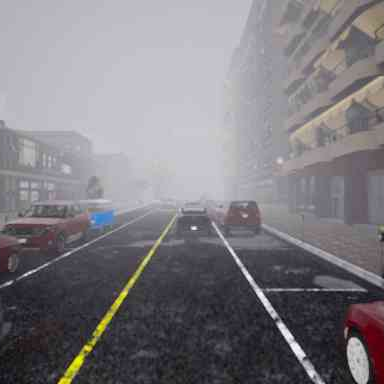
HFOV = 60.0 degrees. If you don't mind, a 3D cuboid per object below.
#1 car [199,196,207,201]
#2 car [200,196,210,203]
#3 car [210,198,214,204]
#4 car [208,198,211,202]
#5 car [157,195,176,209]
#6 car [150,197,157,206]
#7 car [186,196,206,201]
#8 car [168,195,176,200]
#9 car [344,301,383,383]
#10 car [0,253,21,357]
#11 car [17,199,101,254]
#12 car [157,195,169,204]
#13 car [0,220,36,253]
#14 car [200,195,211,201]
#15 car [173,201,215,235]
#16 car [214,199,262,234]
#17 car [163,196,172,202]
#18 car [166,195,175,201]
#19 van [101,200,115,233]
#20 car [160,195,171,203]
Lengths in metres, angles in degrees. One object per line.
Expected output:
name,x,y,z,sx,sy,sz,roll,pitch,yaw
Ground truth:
car,2.694,1.575,81.926,1.947,1.339,4.313,1,0,0
car,2.695,1.586,70.553,1.802,1.307,4.206,1,0,0
car,2.703,1.437,25.060,1.967,1.590,4.097,1,0,0
car,2.700,1.563,30.747,1.947,1.339,4.313,1,0,0
car,-3.092,1.546,44.655,2.033,1.411,5.357,0,0,0
car,-5.649,1.525,53.264,1.752,1.417,4.829,1,0,0
car,0.096,1.488,36.164,2.128,1.511,4.902,0,0,0
car,-5.653,1.566,93.241,2.008,1.369,4.403,1,0,0
car,2.703,1.544,2.314,1.887,1.381,4.507,1,0,0
car,-3.100,1.547,1.700,2.033,1.411,5.357,0,0,0
car,-5.660,1.313,13.626,2.192,1.841,5.009,1,0,0
car,-5.648,1.442,64.806,1.967,1.590,4.097,1,0,0
car,-5.686,1.581,7.939,1.802,1.307,4.206,1,0,0
car,2.698,1.550,53.493,2.008,1.369,4.403,1,0,0
car,0.098,1.502,18.602,1.837,1.490,4.892,0,0,0
car,2.706,1.312,19.373,2.192,1.841,5.009,1,0,0
car,-5.652,1.588,76.180,1.802,1.307,4.206,1,0,0
car,-5.653,1.578,87.553,1.947,1.339,4.313,1,0,0
van,-5.645,1.338,19.312,1.690,1.788,3.998,1,0,0
car,-5.649,1.444,70.494,1.967,1.590,4.097,1,0,0
